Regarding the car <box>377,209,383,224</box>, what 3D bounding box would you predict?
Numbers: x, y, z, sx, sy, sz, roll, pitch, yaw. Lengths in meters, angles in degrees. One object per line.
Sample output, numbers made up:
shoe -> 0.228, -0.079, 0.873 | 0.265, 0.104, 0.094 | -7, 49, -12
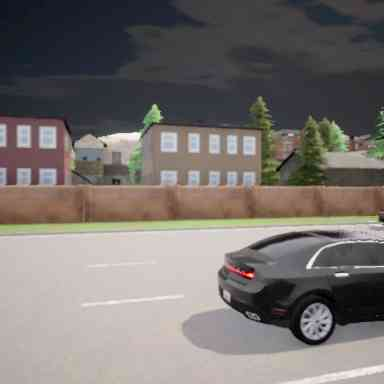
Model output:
car -> 13.626, 1.421, 20.043 | 4.902, 1.511, 2.128 | 0, 0, -16

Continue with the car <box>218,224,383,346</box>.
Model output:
car -> 2.907, 1.480, 6.070 | 4.892, 1.490, 1.837 | 1, 0, -16
